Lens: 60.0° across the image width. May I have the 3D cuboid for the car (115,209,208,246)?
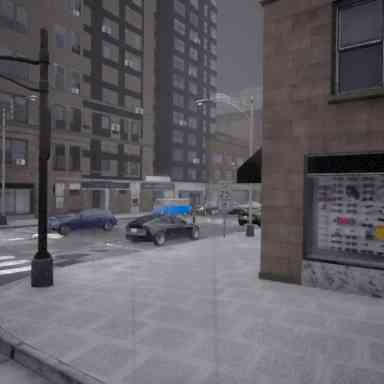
[{"bbox_3d":[-1.364,1.765,16.463,1.947,1.339,4.313,0,0,36],"label":"car"}]

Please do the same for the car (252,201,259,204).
[{"bbox_3d":[7.698,1.824,43.604,1.752,1.417,4.829,0,0,36],"label":"car"}]

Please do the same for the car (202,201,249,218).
[{"bbox_3d":[3.475,1.735,33.340,2.128,1.511,4.902,1,0,36],"label":"car"}]

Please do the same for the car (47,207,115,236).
[{"bbox_3d":[-6.503,1.634,19.508,1.812,1.442,4.674,1,0,37],"label":"car"}]

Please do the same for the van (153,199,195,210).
[{"bbox_3d":[-1.845,1.503,30.367,1.690,1.788,3.998,0,0,36],"label":"van"}]

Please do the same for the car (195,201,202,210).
[{"bbox_3d":[1.368,1.646,34.825,1.967,1.590,4.097,0,0,36],"label":"car"}]

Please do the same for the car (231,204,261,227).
[{"bbox_3d":[5.066,1.851,25.380,1.947,1.339,4.313,0,0,36],"label":"car"}]
